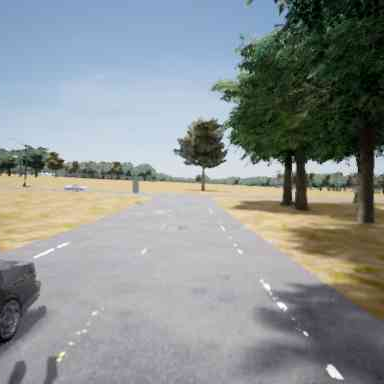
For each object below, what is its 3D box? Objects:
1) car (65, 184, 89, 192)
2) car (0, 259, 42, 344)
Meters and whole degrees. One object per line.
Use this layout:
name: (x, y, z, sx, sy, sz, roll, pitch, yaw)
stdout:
car: (-23.492, -0.867, 67.823, 4.674, 1.442, 1.812, 2, 1, 1)
car: (-3.599, 1.537, 3.629, 2.033, 1.411, 5.357, 0, 0, 0)
